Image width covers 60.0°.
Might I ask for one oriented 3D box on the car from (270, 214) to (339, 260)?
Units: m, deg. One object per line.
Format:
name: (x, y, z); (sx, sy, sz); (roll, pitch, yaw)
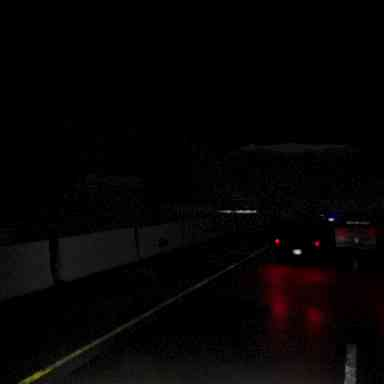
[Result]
car: (4.562, 1.763, 13.226); (1.895, 1.301, 4.718); (0, -1, 27)

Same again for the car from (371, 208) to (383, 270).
car: (7.386, 1.357, 11.067); (2.150, 2.045, 5.566); (0, -1, 27)

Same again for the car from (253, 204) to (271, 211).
car: (13.534, 2.939, 62.692); (1.994, 1.385, 4.181); (0, -2, 27)

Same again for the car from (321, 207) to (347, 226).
car: (11.576, 1.953, 27.280); (1.812, 1.442, 4.674); (0, -1, 27)

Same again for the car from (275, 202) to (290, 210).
car: (16.751, 2.714, 61.307); (2.097, 1.767, 4.553); (0, -2, 27)

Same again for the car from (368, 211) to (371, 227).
car: (14.705, 1.933, 25.710); (1.812, 1.442, 4.674); (0, -1, 27)

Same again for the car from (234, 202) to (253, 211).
car: (10.363, 2.745, 64.163); (2.097, 1.767, 4.553); (0, -2, 27)

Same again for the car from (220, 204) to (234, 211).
car: (7.121, 2.965, 65.482); (1.994, 1.385, 4.181); (0, -2, 27)
